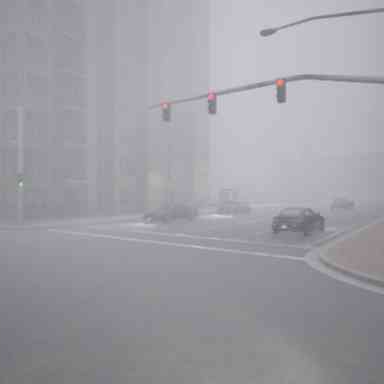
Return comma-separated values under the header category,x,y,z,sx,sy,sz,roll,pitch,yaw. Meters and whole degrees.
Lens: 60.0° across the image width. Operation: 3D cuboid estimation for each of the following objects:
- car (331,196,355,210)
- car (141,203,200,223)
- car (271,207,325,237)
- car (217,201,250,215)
category,x,y,z,sx,sy,sz,roll,pitch,yaw
car,19.461,1.384,42.831,2.097,1.767,4.553,0,0,36
car,-1.521,1.596,26.257,2.033,1.411,5.357,0,0,36
car,5.904,1.543,18.339,1.812,1.442,4.674,0,0,36
car,4.323,1.612,34.257,1.994,1.385,4.181,0,0,36
